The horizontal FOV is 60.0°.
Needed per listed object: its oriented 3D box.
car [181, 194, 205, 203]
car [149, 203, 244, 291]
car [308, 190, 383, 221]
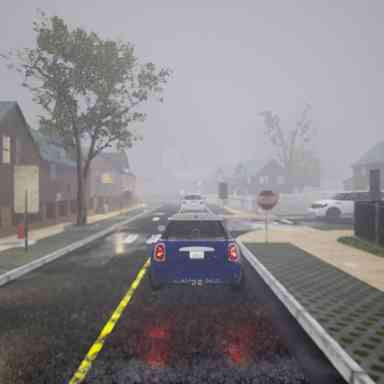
[{"bbox_3d":[0.101,1.172,33.917,2.150,2.045,5.566,0,0,0],"label":"car"},{"bbox_3d":[0.101,1.342,9.132,2.097,1.767,4.553,0,0,0],"label":"car"},{"bbox_3d":[11.070,0.894,23.206,5.566,2.045,2.150,-1,0,-2],"label":"car"}]
